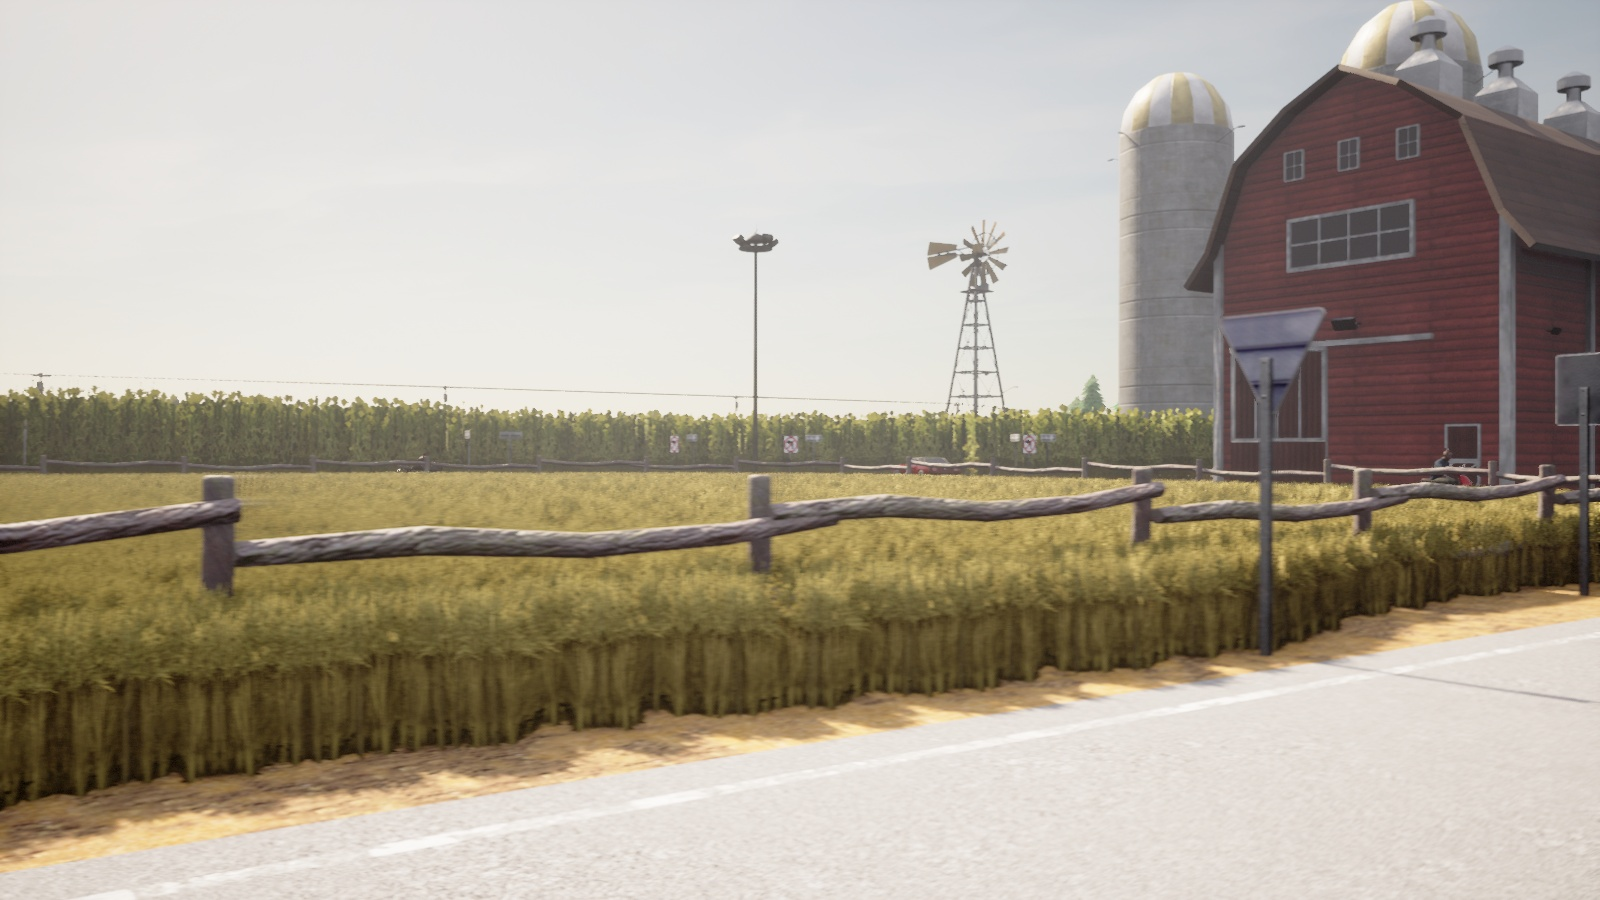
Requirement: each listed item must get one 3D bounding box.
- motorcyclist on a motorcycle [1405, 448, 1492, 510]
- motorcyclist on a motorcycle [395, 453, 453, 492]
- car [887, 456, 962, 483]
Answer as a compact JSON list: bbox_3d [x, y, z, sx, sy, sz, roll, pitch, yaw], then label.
[{"bbox_3d":[17.004,0.737,32.949,0.866,1.590,1.817,0,0,-38],"label":"motorcyclist on a motorcycle"},{"bbox_3d":[-14.753,0.874,49.253,2.044,1.523,0.797,0,0,-34],"label":"motorcyclist on a motorcycle"},{"bbox_3d":[6.426,0.983,65.190,1.895,1.301,4.718,0,0,-22],"label":"car"}]
